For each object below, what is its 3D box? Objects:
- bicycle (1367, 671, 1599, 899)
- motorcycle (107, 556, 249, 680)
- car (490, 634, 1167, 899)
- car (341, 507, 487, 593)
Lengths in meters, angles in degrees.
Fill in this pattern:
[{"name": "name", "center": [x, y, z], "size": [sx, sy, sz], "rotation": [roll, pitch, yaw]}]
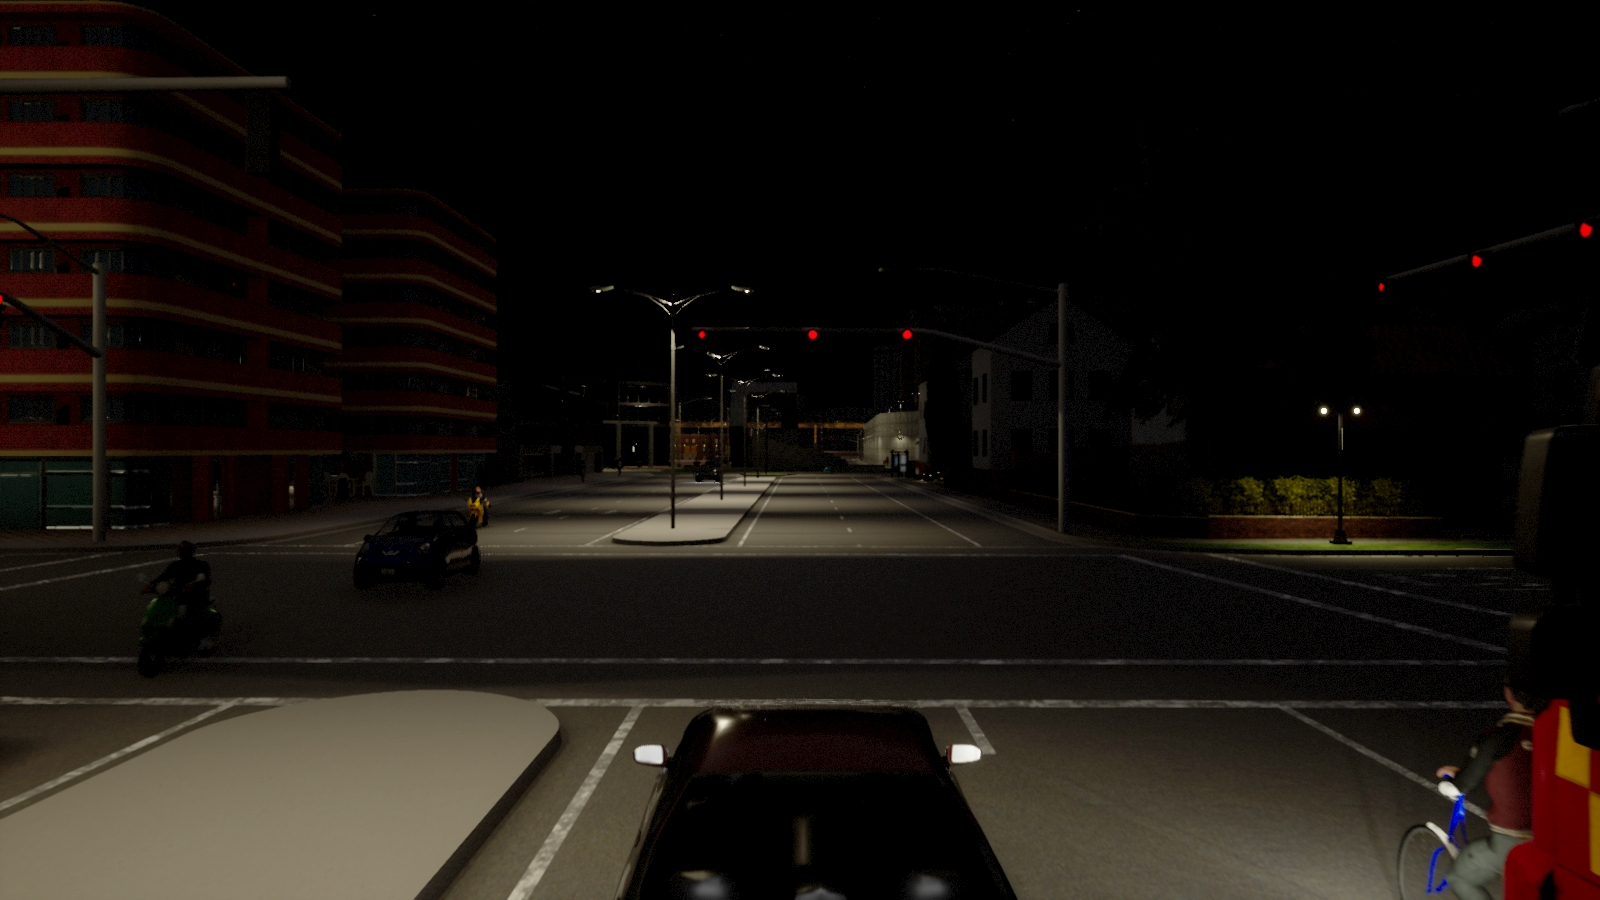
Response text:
[{"name": "bicycle", "center": [3.486, 2.048, 5.777], "size": [0.329, 1.496, 1.835], "rotation": [0, 0, 0]}, {"name": "motorcycle", "center": [-7.998, 2.130, 14.801], "size": [0.856, 1.341, 1.805], "rotation": [0, 0, 0]}, {"name": "car", "center": [0.058, 2.040, 5.645], "size": [2.007, 1.525, 4.514], "rotation": [0, 0, -1]}, {"name": "car", "center": [-8.012, 2.038, 24.032], "size": [1.845, 1.501, 3.633], "rotation": [0, 0, 0]}]
